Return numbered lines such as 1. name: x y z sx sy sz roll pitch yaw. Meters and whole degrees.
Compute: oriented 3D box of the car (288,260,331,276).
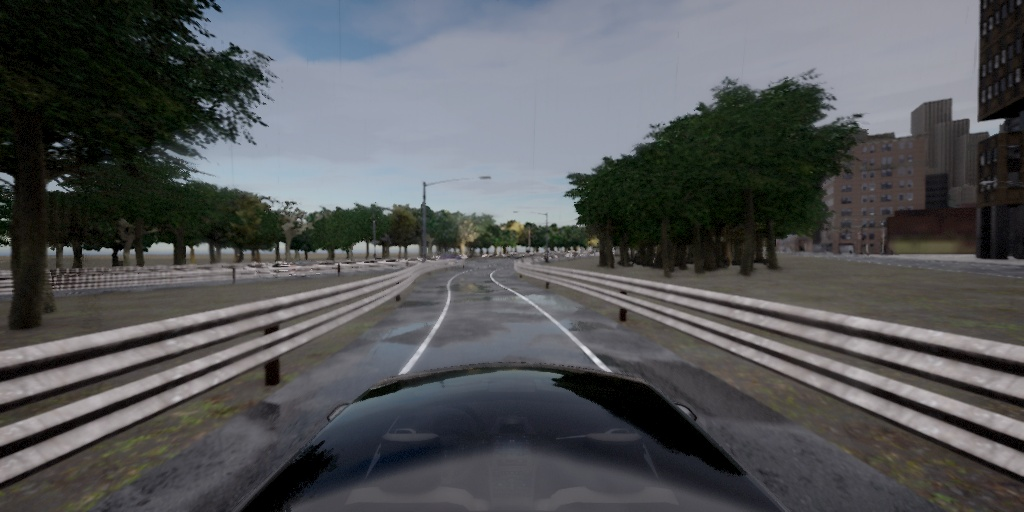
1. car: -24.651 1.349 43.871 2.097 1.767 4.553 0 1 31
